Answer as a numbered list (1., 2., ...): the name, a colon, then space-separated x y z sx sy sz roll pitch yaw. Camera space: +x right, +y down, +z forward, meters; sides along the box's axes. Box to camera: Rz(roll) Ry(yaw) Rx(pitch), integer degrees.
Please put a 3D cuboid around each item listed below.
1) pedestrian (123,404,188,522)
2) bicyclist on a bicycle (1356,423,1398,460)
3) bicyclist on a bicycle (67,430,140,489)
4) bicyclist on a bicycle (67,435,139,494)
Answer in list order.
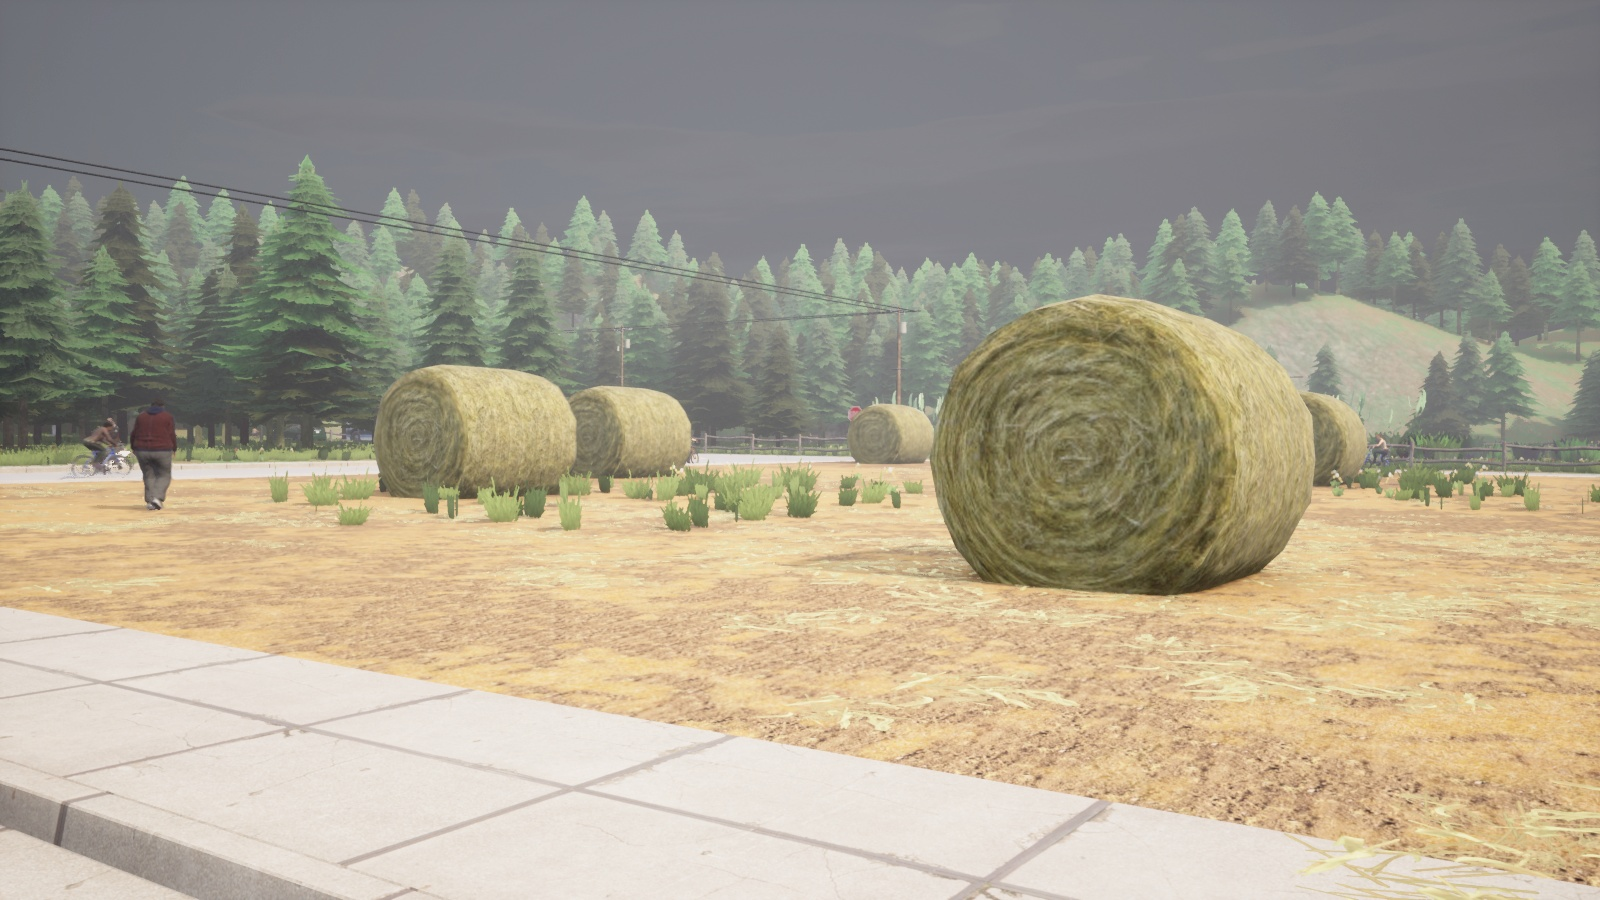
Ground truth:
1. pedestrian: -10.251 0.195 19.996 0.634 1.844 0.899 -1 1 -8
2. bicyclist on a bicycle: 25.136 -0.366 54.702 1.509 1.612 0.866 0 1 38
3. bicyclist on a bicycle: -21.509 0.277 38.810 0.659 1.776 1.843 0 1 35
4. bicyclist on a bicycle: -19.626 0.391 35.390 0.582 1.620 1.656 0 1 35
